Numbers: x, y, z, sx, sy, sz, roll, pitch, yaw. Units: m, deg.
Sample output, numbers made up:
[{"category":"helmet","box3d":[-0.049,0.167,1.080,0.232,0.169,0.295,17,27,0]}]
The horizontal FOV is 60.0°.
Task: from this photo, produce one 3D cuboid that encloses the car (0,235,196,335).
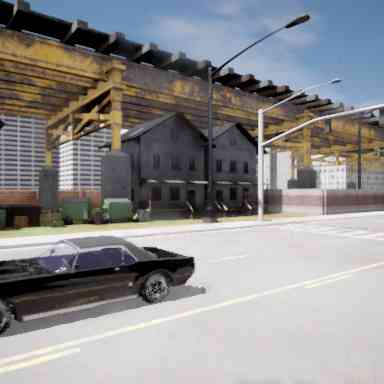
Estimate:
[{"category":"car","box3d":[-2.325,1.600,6.616,4.718,1.301,1.895,0,0,-35]}]
